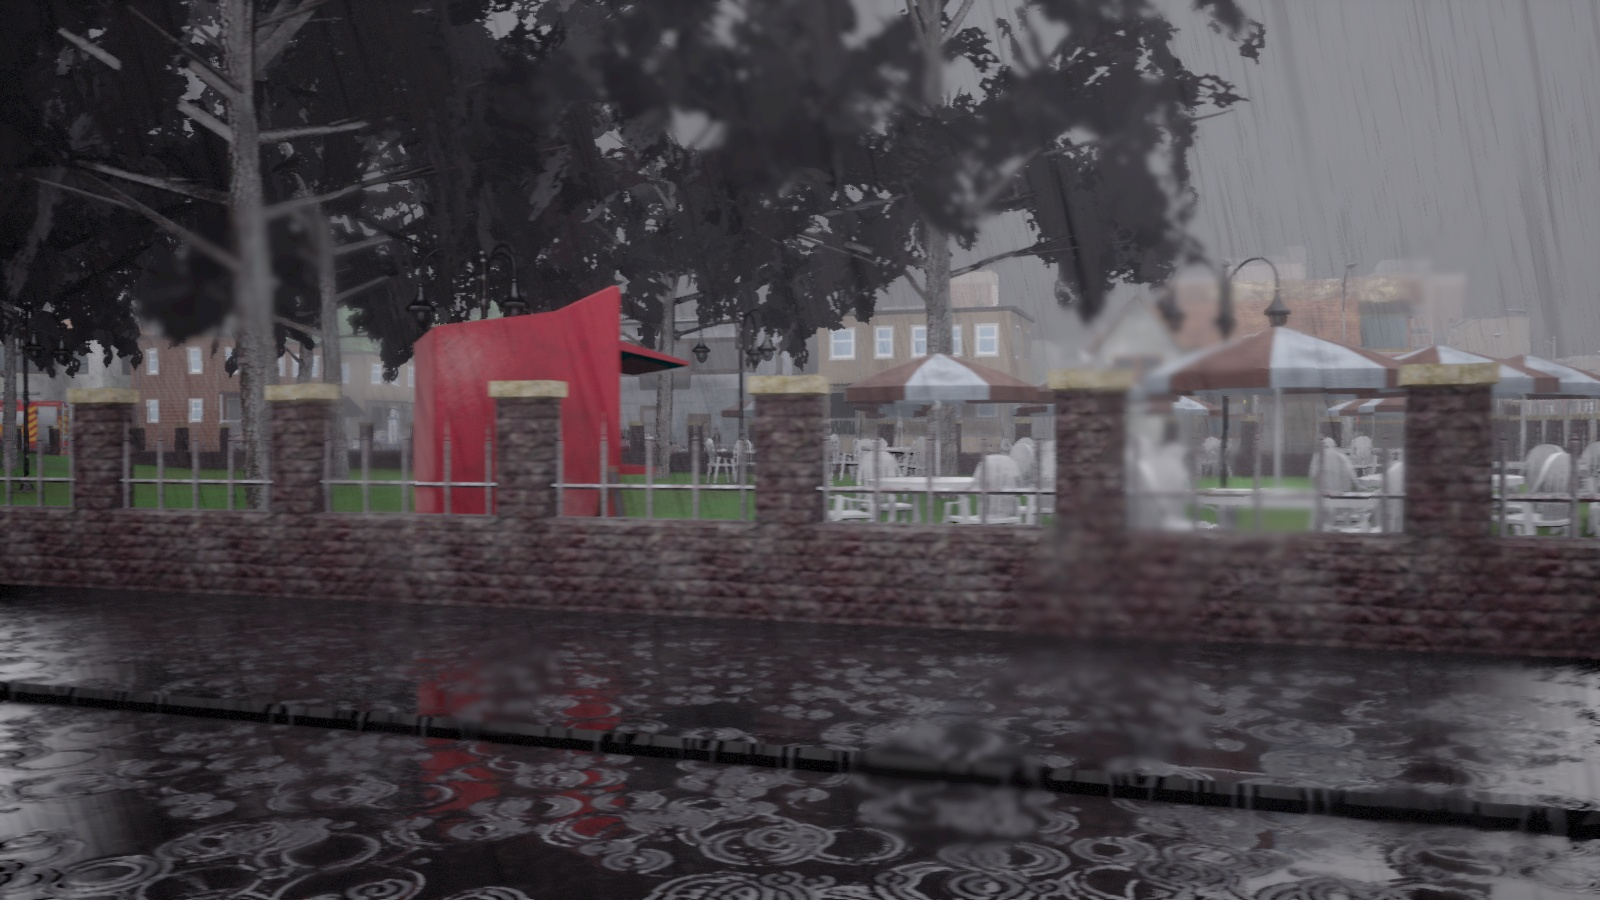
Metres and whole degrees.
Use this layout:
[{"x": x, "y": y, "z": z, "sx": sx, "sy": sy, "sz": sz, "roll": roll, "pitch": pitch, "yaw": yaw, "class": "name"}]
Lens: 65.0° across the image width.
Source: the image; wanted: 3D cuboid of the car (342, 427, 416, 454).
[{"x": -27.126, "y": -0.643, "z": 81.042, "sx": 2.033, "sy": 1.649, "sz": 4.856, "roll": 1, "pitch": 1, "yaw": 19, "class": "car"}]

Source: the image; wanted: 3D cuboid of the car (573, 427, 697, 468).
[{"x": -7.073, "y": -0.133, "z": 53.862, "sx": 4.856, "sy": 1.649, "sz": 2.033, "roll": 1, "pitch": 1, "yaw": 19, "class": "car"}]

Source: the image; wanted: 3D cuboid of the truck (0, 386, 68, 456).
[{"x": -45.977, "y": -1.651, "z": 71.168, "sx": 8.468, "sy": 3.827, "sz": 2.891, "roll": 1, "pitch": 1, "yaw": 19, "class": "truck"}]
